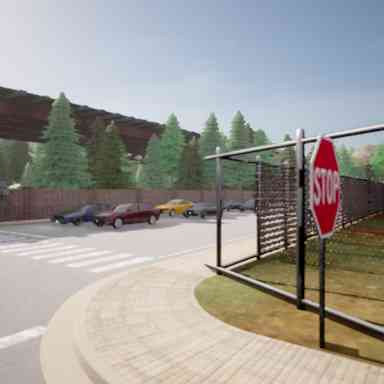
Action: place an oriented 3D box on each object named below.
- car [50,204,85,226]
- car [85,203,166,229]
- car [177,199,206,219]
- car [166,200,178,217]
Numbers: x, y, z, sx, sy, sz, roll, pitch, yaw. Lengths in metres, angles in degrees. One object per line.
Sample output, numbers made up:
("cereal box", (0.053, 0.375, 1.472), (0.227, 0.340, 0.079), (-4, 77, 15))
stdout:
("car", (-7.267, 1.550, 23.912), (2.033, 1.411, 5.357), (0, 0, 36))
("car", (-4.266, 1.480, 22.088), (1.882, 1.535, 5.008), (0, 0, 36))
("car", (1.016, 1.566, 29.361), (1.994, 1.385, 4.181), (0, 0, 36))
("car", (-1.516, 1.480, 31.833), (1.882, 1.535, 5.008), (0, 0, 36))
